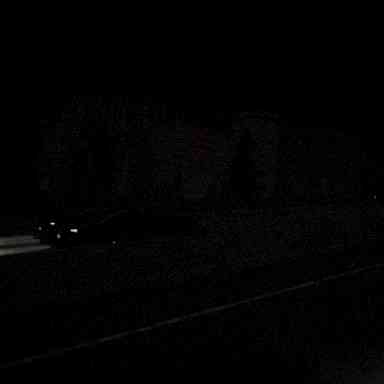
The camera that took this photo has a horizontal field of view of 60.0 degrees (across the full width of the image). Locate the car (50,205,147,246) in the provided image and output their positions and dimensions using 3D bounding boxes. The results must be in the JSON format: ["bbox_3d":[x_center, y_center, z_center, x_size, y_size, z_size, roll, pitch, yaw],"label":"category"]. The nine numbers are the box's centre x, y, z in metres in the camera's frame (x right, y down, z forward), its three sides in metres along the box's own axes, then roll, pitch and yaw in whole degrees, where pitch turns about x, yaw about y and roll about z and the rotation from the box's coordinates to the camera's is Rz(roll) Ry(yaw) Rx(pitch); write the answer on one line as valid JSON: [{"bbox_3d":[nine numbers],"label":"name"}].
[{"bbox_3d":[-3.260,1.470,14.563,4.902,1.511,2.128,0,0,-36],"label":"car"}]

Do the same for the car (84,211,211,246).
[{"bbox_3d":[-1.301,1.544,11.661,4.181,1.385,1.994,0,0,-35],"label":"car"}]

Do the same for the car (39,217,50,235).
[{"bbox_3d":[-5.301,1.470,17.407,4.902,1.511,2.128,0,0,-35],"label":"car"}]
